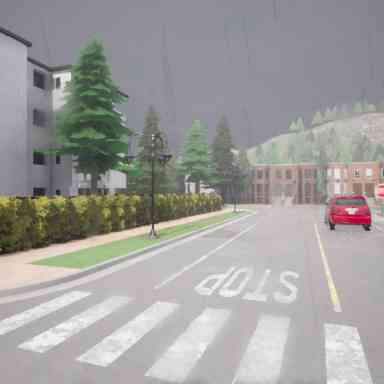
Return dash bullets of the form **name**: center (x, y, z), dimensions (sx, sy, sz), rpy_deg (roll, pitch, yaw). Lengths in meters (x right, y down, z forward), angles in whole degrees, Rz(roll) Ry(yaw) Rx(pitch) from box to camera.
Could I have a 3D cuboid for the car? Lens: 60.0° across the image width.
- **car**: center (9.643, 1.250, 20.896), dimensions (2.150, 2.045, 5.566), rpy_deg (0, 0, 18)
